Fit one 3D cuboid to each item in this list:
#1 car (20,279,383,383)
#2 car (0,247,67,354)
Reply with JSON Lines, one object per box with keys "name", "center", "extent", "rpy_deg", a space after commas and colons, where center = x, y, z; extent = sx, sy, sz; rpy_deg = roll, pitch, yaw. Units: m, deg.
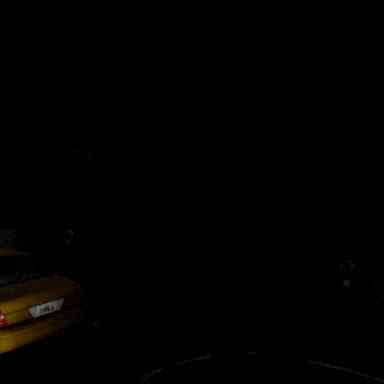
{"name": "car", "center": [0.813, 1.566, 2.499], "extent": [4.313, 1.339, 1.947], "rpy_deg": [0, 0, 35]}
{"name": "car", "center": [-3.826, 1.525, 5.800], "extent": [4.829, 1.417, 1.752], "rpy_deg": [0, 0, 35]}
